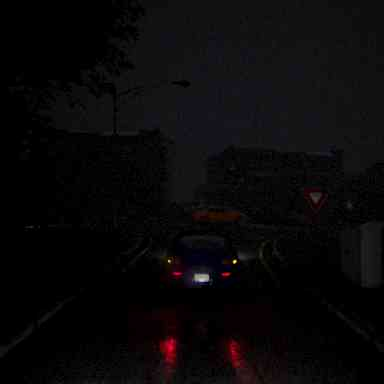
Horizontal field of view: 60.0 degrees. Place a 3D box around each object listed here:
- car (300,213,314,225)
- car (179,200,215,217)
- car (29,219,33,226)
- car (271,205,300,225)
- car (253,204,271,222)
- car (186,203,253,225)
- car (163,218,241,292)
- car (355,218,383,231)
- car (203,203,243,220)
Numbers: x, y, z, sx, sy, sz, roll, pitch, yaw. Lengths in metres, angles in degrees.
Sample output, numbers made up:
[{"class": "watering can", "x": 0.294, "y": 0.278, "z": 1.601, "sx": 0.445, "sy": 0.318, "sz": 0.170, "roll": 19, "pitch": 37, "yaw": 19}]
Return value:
[{"class": "car", "x": 12.247, "y": 3.120, "z": 40.434, "sx": 1.946, "sy": 1.575, "sz": 5.366, "roll": 6, "pitch": -3, "yaw": -32}, {"class": "car", "x": 0.637, "y": 1.901, "z": 37.735, "sx": 2.435, "sy": 2.045, "sz": 5.566, "roll": 1, "pitch": -2, "yaw": -32}, {"class": "car", "x": -16.604, "y": 2.508, "z": 30.308, "sx": 4.181, "sy": 1.385, "sz": 1.994, "roll": -2, "pitch": -1, "yaw": 21}, {"class": "car", "x": 9.436, "y": 2.591, "z": 39.646, "sx": 2.435, "sy": 2.045, "sz": 5.566, "roll": 7, "pitch": -3, "yaw": -32}, {"class": "car", "x": 6.456, "y": 2.431, "z": 38.999, "sx": 2.185, "sy": 1.767, "sz": 4.553, "roll": 6, "pitch": -3, "yaw": -32}, {"class": "car", "x": 2.339, "y": 2.033, "z": 28.977, "sx": 5.008, "sy": 1.535, "sz": 1.882, "roll": 2, "pitch": -1, "yaw": -10}, {"class": "car", "x": 0.304, "y": 1.682, "z": 9.292, "sx": 1.812, "sy": 1.442, "sz": 4.674, "roll": 0, "pitch": -1, "yaw": 2}, {"class": "car", "x": 21.174, "y": 4.010, "z": 42.082, "sx": 2.002, "sy": 1.452, "sz": 4.674, "roll": 6, "pitch": -3, "yaw": -31}, {"class": "car", "x": 3.499, "y": 2.186, "z": 38.411, "sx": 2.185, "sy": 1.767, "sz": 4.553, "roll": 4, "pitch": -3, "yaw": -33}]
